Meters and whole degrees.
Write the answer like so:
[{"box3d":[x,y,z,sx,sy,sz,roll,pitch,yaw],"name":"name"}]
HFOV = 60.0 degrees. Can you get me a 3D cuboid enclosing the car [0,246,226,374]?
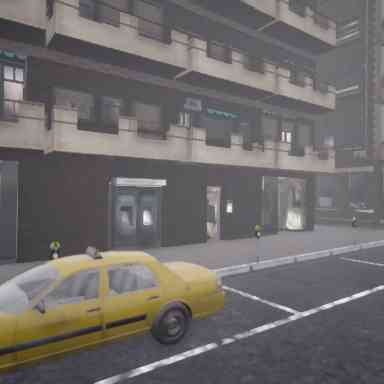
[{"box3d":[-1.705,1.522,4.830,4.829,1.417,1.752,0,1,-35],"name":"car"}]
